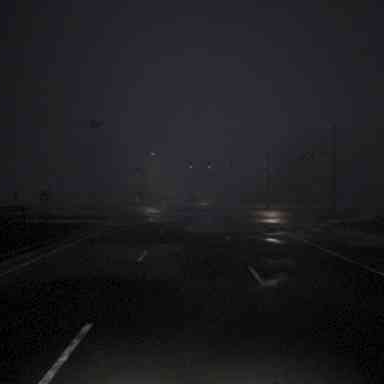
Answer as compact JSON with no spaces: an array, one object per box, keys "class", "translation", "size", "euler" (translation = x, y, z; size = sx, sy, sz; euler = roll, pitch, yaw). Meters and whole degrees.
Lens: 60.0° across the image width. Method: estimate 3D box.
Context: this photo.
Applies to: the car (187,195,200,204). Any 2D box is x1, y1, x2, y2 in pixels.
[{"class":"car","translation":[-0.010,1.509,69.020],"size":[2.097,1.767,4.553],"euler":[0,0,0]}]
